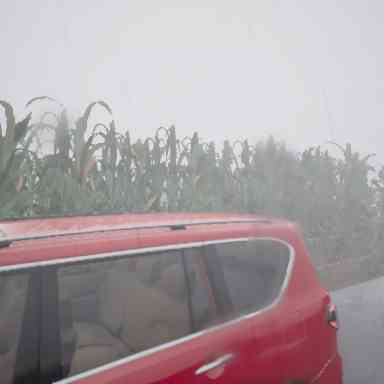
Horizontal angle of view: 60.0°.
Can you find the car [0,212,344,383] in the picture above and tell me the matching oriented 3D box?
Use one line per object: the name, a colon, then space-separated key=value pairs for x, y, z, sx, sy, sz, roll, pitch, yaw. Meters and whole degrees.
car: x=-1.295 y=1.221 z=2.151 sx=5.566 sy=2.045 sz=2.150 roll=0 pitch=0 yaw=-35
